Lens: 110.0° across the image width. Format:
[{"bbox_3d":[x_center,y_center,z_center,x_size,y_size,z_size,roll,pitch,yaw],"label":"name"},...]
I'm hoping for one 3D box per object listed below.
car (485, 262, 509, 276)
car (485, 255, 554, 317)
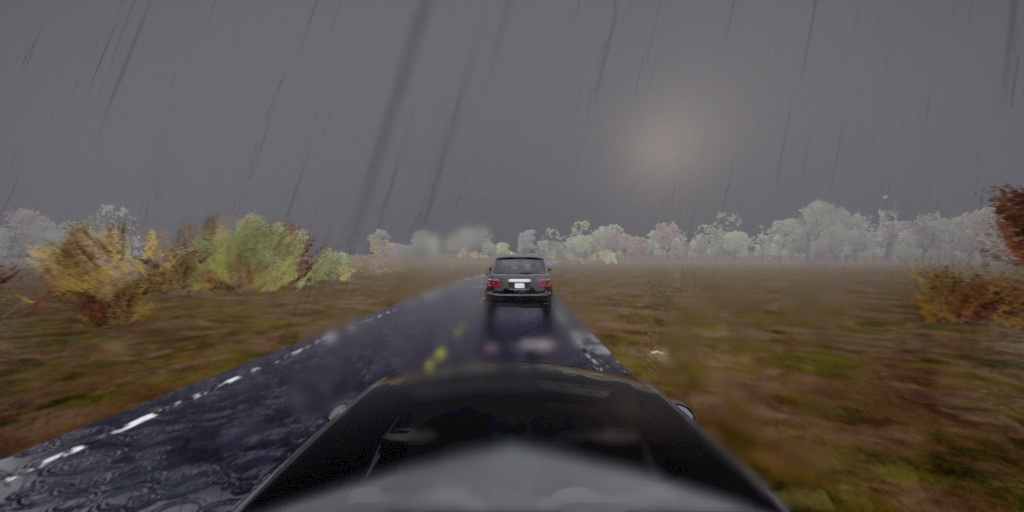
[{"bbox_3d":[-1.513,1.312,37.339,1.994,1.385,4.181,0,0,5],"label":"car"},{"bbox_3d":[0.302,0.971,13.273,2.150,2.045,5.566,0,0,2],"label":"car"}]
